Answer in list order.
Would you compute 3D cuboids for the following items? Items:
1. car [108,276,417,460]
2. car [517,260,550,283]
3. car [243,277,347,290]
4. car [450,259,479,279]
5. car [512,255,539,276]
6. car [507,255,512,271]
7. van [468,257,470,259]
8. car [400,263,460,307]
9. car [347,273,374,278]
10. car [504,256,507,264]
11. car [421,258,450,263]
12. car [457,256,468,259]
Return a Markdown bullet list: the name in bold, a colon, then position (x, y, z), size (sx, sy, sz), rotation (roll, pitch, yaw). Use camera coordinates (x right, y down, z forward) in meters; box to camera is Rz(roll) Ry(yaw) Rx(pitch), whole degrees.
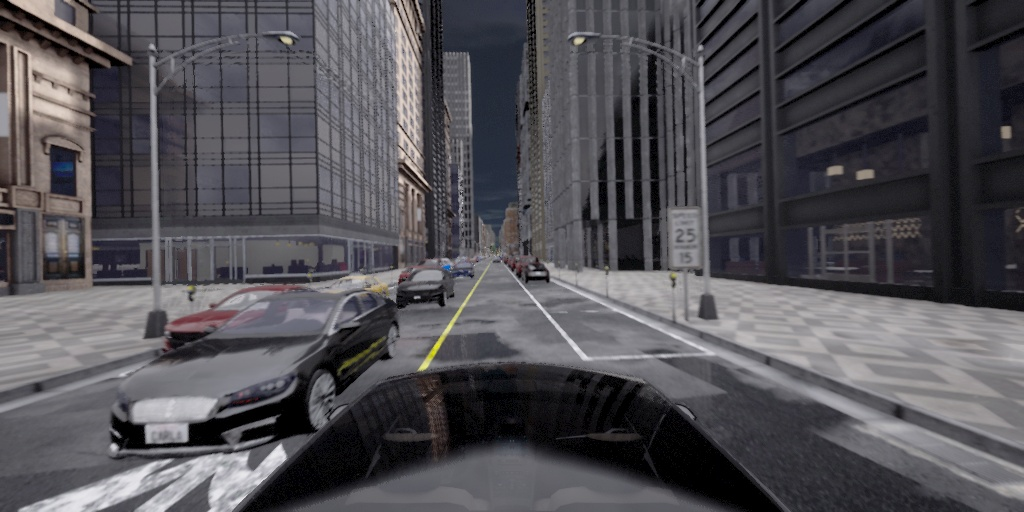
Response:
- **car**: position (-3.178, 1.306, 5.630), size (2.128, 1.511, 4.902), rotation (-1, 0, -3)
- **car**: position (1.688, 1.192, 26.154), size (1.948, 1.339, 4.313), rotation (0, 0, -3)
- **car**: position (-6.066, 1.420, 8.914), size (1.888, 1.381, 4.507), rotation (0, 0, -3)
- **car**: position (-4.377, 1.292, 33.109), size (2.033, 1.411, 5.357), rotation (-1, 0, -2)
- **car**: position (1.435, 0.924, 31.773), size (2.192, 1.841, 5.009), rotation (0, 0, -3)
- **car**: position (0.928, 0.886, 43.011), size (2.192, 1.841, 5.009), rotation (0, 0, -3)
- **van**: position (-8.347, 1.051, 59.488), size (1.690, 1.789, 3.998), rotation (0, 0, -3)
- **car**: position (-3.651, 1.271, 15.900), size (1.882, 1.535, 5.008), rotation (-1, 0, -2)
- **car**: position (-6.312, 1.389, 14.364), size (1.751, 1.417, 4.829), rotation (0, 0, -3)
- **car**: position (0.167, 1.048, 59.868), size (1.888, 1.381, 4.507), rotation (0, 0, -3)
- **car**: position (-7.080, 1.132, 31.392), size (2.192, 1.841, 5.009), rotation (0, 0, -3)
- **car**: position (-8.094, 1.174, 53.870), size (1.967, 1.591, 4.097), rotation (0, 0, -3)
